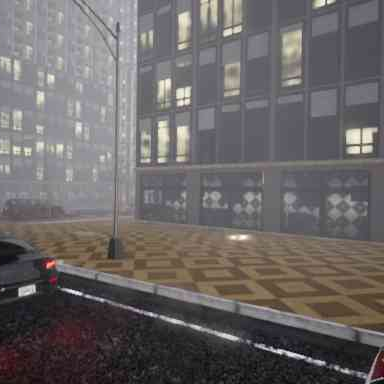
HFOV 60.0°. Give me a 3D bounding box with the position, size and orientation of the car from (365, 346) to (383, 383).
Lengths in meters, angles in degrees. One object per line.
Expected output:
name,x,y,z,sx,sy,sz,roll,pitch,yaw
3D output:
car,3.195,1.355,1.409,4.553,1.767,2.097,0,0,35

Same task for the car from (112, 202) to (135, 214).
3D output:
car,-7.008,1.809,38.468,1.752,1.417,4.829,1,0,36

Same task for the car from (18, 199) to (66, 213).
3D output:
car,-17.303,1.615,38.621,1.752,1.417,4.829,1,0,36

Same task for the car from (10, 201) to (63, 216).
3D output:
car,-16.460,1.716,35.388,1.895,1.301,4.718,1,0,36

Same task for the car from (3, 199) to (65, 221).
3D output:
car,-13.796,1.498,29.250,2.192,1.841,5.009,1,0,36

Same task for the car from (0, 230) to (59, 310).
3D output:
car,-4.696,1.516,7.020,4.674,1.442,1.812,0,0,35
